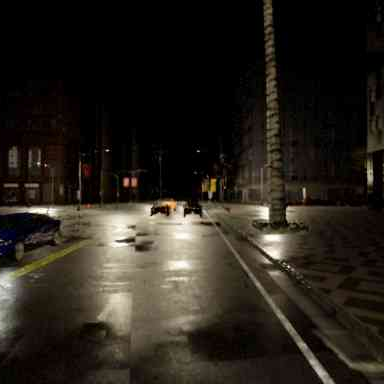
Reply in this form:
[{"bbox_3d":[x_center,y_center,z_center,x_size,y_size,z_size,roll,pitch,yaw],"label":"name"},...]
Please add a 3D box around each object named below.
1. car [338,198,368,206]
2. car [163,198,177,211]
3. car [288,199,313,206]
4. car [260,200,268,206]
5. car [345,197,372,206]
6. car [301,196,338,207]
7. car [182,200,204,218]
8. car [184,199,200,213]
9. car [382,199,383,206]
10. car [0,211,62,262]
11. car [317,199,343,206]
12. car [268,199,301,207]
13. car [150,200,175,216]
[{"bbox_3d":[26.578,1.827,55.466,4.313,1.339,1.947,0,-1,-1],"label":"car"},{"bbox_3d":[-3.160,1.638,44.986,2.097,1.767,4.553,0,-1,0],"label":"car"},{"bbox_3d":[20.809,2.000,63.900,4.313,1.339,1.947,0,-1,-1],"label":"car"},{"bbox_3d":[15.169,2.020,63.810,4.313,1.339,1.947,0,-1,-1],"label":"car"},{"bbox_3d":[32.085,1.841,64.080,4.097,1.590,1.967,0,-1,-1],"label":"car"},{"bbox_3d":[20.940,1.594,55.381,5.009,1.841,2.192,0,-1,-1],"label":"car"},{"bbox_3d":[0.090,1.672,32.388,1.837,1.490,4.892,0,0,0],"label":"car"},{"bbox_3d":[-0.010,1.730,41.879,1.882,1.535,5.008,0,-1,0],"label":"car"},{"bbox_3d":[32.215,1.811,55.555,4.313,1.339,1.947,0,-1,-1],"label":"car"},{"bbox_3d":[-6.602,1.525,12.556,1.882,1.535,5.008,0,0,0],"label":"car"},{"bbox_3d":[26.448,1.999,63.989,4.206,1.307,1.802,0,-1,-1],"label":"car"},{"bbox_3d":[15.302,1.880,55.288,4.206,1.307,1.802,0,-1,-1],"label":"car"},{"bbox_3d":[-3.159,1.787,34.548,1.895,1.301,4.718,0,0,0],"label":"car"}]
